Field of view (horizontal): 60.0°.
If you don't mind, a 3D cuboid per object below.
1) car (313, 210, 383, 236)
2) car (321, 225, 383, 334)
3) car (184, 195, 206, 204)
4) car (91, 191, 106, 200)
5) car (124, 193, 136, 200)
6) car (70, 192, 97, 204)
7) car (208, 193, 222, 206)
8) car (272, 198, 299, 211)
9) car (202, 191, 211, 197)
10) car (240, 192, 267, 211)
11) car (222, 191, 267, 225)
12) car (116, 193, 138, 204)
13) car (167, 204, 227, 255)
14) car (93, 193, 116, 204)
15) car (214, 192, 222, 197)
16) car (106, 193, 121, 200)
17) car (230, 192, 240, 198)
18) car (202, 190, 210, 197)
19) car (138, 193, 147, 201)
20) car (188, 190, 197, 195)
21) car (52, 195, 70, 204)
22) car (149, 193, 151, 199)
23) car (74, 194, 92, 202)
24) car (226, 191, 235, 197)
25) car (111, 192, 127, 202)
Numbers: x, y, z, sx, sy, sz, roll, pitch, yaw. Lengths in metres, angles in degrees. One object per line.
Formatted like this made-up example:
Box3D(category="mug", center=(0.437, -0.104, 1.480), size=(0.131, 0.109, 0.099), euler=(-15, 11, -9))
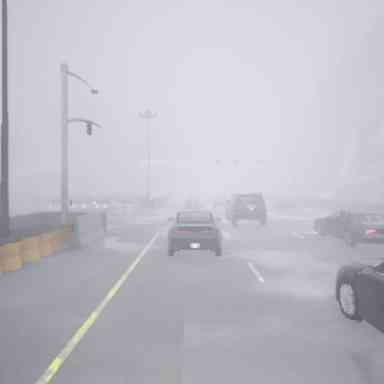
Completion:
Box3D(category="car", center=(7.099, 1.472, 14.546), size=(2.033, 1.411, 5.357), euler=(0, 0, 0))
Box3D(category="car", center=(3.601, 1.482, 4.306), size=(1.837, 1.490, 4.892), euler=(0, 0, 0))
Box3D(category="car", center=(0.097, 1.358, 36.161), size=(2.033, 1.411, 5.357), euler=(0, 0, 0))
Box3D(category="car", center=(-20.846, 0.782, 74.126), size=(2.097, 1.767, 4.553), euler=(0, 1, 0))
Box3D(category="car", center=(-13.844, 0.922, 74.323), size=(1.837, 1.490, 4.892), euler=(0, 1, 0))
Box3D(category="car", center=(-17.499, 1.031, 53.722), size=(2.097, 1.767, 4.553), euler=(0, 1, 0))
Box3D(category="car", center=(3.596, 1.270, 42.410), size=(2.128, 1.511, 4.902), euler=(0, 0, 0))
Box3D(category="car", center=(10.597, 1.349, 38.097), size=(2.033, 1.411, 5.357), euler=(0, 0, 0))
Box3D(category="car", center=(3.727, 0.749, 83.564), size=(1.837, 1.490, 4.892), euler=(0, 1, 0))
Box3D(category="car", center=(7.097, 1.019, 38.902), size=(2.150, 2.045, 5.566), euler=(0, 0, 0))
Box3D(category="car", center=(3.598, 1.104, 22.774), size=(2.150, 2.045, 5.566), euler=(0, 0, 0))
Box3D(category="car", center=(-10.499, 1.205, 53.660), size=(1.812, 1.442, 4.674), euler=(0, 1, 0))
Box3D(category="car", center=(0.098, 1.437, 12.966), size=(1.837, 1.490, 4.892), euler=(0, 0, 0))
Box3D(category="car", center=(-13.999, 1.243, 53.677), size=(1.994, 1.385, 4.181), euler=(0, 1, 0))
Box3D(category="car", center=(7.296, 0.605, 92.502), size=(1.994, 1.385, 4.181), euler=(0, 1, 0))
Box3D(category="car", center=(-17.347, 0.969, 73.941), size=(2.033, 1.411, 5.357), euler=(0, 1, 0))
Box3D(category="car", center=(10.722, 0.783, 82.896), size=(1.812, 1.442, 4.674), euler=(0, 1, 0))
Box3D(category="car", center=(3.799, 0.399, 92.870), size=(2.097, 1.767, 4.553), euler=(0, 1, 0))
Box3D(category="car", center=(-10.423, 1.053, 64.061), size=(1.882, 1.535, 5.008), euler=(0, 1, 0))
Box3D(category="car", center=(0.220, 0.487, 82.584), size=(2.150, 2.045, 5.566), euler=(0, 1, 0))
Box3D(category="car", center=(-20.997, 1.154, 53.970), size=(1.882, 1.535, 5.008), euler=(0, 1, 0))
Box3D(category="car", center=(-10.343, 0.897, 74.491), size=(1.882, 1.535, 5.008), euler=(0, 1, 0))
Box3D(category="car", center=(-20.925, 1.141, 63.830), size=(1.994, 1.385, 4.181), euler=(0, 1, 0))
Box3D(category="car", center=(10.799, 0.539, 92.895), size=(2.033, 1.411, 5.357), euler=(0, 1, 0))
Box3D(category="car", center=(-13.924, 0.929, 63.925), size=(2.097, 1.767, 4.553), euler=(0, 1, 0))
